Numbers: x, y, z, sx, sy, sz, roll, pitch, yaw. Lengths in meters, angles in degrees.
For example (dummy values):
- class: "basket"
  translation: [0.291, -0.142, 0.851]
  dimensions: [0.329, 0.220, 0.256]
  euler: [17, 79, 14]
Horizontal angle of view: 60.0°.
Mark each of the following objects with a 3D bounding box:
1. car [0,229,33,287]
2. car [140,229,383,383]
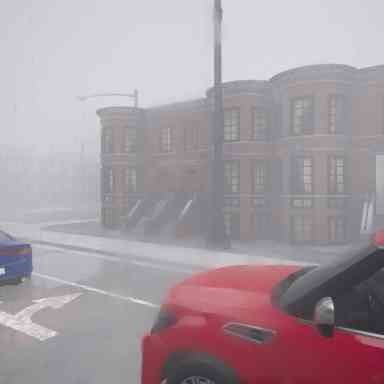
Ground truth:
- class: "car"
  translation: [-5.950, 1.478, 8.236]
  dimensions: [5.008, 1.535, 1.882]
  euler: [0, 0, 36]
- class: "car"
  translation: [2.138, 1.221, 2.464]
  dimensions: [5.566, 2.045, 2.150]
  euler: [0, 0, 36]
